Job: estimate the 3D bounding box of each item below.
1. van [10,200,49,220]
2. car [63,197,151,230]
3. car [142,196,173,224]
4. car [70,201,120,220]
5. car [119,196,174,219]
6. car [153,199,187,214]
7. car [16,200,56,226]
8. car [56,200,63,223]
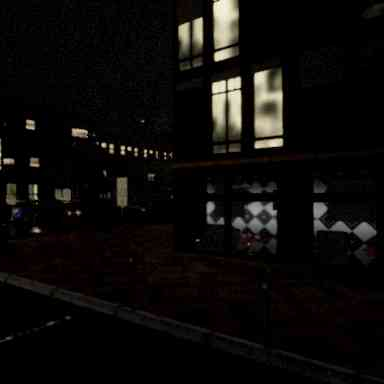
[{"bbox_3d":[-12.199,1.527,26.570,1.690,1.788,3.998,-1,-1,35],"label":"van"},{"bbox_3d":[-5.364,1.425,21.724,2.192,1.841,5.009,-1,-1,35],"label":"car"},{"bbox_3d":[-2.168,1.444,26.229,2.192,1.841,5.009,-1,-1,35],"label":"car"},{"bbox_3d":[-9.003,1.644,31.074,1.967,1.590,4.097,-1,-1,35],"label":"car"},{"bbox_3d":[-4.376,1.417,33.117,2.150,2.045,5.566,-1,-1,35],"label":"car"},{"bbox_3d":[-2.609,1.684,40.086,1.967,1.590,4.097,-1,-1,35],"label":"car"},{"bbox_3d":[-10.083,1.640,25.073,1.882,1.535,5.008,-1,-1,35],"label":"car"},{"bbox_3d":[-6.975,1.488,24.004,2.097,1.767,4.553,-1,-1,36],"label":"car"}]
